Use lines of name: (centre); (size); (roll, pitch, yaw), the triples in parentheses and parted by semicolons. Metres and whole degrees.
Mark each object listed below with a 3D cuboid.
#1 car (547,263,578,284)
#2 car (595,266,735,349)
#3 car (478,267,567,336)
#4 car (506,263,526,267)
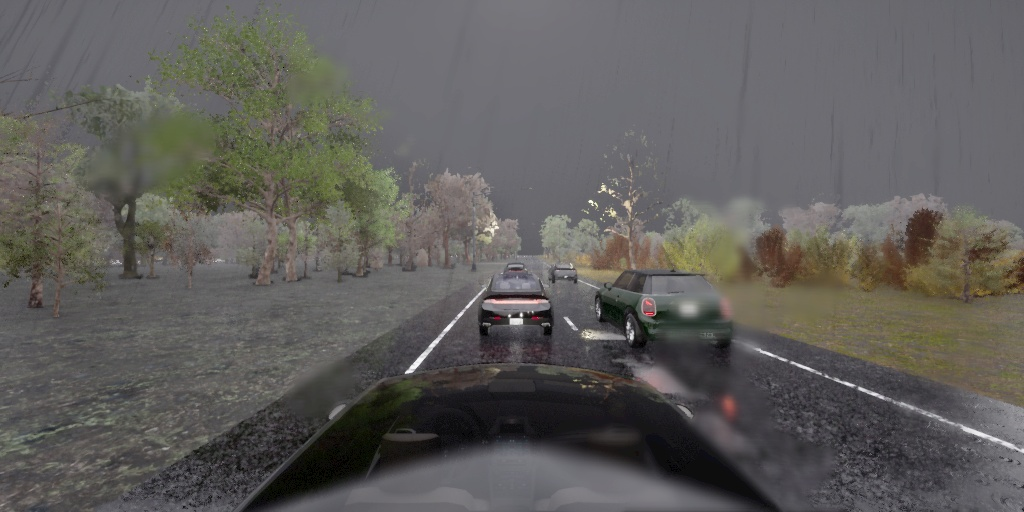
car: (3.800, 1.245, 27.336); (2.128, 1.511, 4.902); (0, 0, 1)
car: (3.598, 1.103, 9.359); (2.097, 1.767, 4.553); (0, 0, 1)
car: (0.101, 1.243, 10.395); (2.128, 1.511, 4.902); (0, 0, 0)
car: (0.304, 1.259, 27.608); (1.837, 1.490, 4.892); (0, 0, 1)
